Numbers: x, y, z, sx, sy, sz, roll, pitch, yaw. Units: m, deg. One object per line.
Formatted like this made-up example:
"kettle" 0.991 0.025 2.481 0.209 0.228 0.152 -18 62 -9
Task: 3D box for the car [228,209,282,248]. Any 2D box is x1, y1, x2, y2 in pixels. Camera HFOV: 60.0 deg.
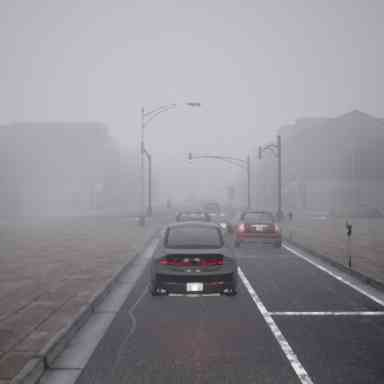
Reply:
"car" 2.622 1.459 14.878 1.967 1.590 4.097 2 0 0

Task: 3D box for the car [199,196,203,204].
"car" 2.521 1.711 52.668 1.752 1.417 4.829 1 0 0

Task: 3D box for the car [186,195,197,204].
"car" -0.171 1.581 72.170 2.150 2.045 5.566 0 -1 0

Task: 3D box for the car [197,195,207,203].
"car" 2.454 1.747 79.689 2.192 1.841 5.009 1 -1 0

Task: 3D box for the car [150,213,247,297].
"car" 0.017 1.514 8.599 1.837 1.490 4.892 0 0 -1

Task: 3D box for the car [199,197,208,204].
"car" 2.464 1.903 74.419 1.752 1.417 4.829 1 -1 0

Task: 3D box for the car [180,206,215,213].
"car" 0.050 1.624 17.113 1.895 1.301 4.718 0 0 0

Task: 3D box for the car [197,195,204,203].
"car" 2.491 1.839 63.374 1.947 1.339 4.313 1 -1 0

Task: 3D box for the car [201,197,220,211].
"car" 2.548 1.679 41.625 1.947 1.339 4.313 1 0 0

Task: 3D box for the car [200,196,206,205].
"car" 2.534 1.712 47.062 1.947 1.339 4.313 1 0 0

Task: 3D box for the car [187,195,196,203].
"car" -0.211 1.689 82.579 2.150 2.045 5.566 0 -1 0

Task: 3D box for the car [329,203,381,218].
"car" 14.488 1.635 29.737 4.181 1.385 1.994 0 -2 0
